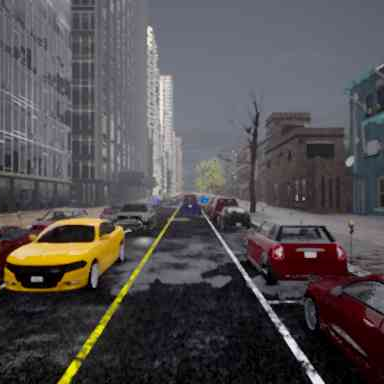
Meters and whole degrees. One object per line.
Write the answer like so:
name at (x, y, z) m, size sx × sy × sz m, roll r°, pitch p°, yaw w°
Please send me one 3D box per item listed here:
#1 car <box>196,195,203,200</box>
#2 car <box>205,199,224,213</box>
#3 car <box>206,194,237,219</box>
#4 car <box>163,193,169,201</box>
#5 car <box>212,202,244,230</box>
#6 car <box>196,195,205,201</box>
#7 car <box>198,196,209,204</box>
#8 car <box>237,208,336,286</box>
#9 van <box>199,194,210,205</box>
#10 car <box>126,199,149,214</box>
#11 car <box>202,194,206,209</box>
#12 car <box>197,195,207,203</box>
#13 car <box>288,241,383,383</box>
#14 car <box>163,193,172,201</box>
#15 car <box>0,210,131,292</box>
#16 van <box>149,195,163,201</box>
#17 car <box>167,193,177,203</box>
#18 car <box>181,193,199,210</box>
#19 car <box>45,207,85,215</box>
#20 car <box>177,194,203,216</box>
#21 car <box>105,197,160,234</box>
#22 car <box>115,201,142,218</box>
car at (1.981, 1.492, 87.044) m, size 1.802 × 1.307 × 4.206 m, roll 1°, pitch 0°, yaw 0°
car at (2.403, 1.510, 37.299) m, size 1.752 × 1.417 × 4.829 m, roll 1°, pitch 0°, yaw 0°
car at (2.499, 1.306, 26.034) m, size 2.192 × 1.841 × 5.009 m, roll 0°, pitch 0°, yaw 0°
car at (-6.352, 1.537, 81.426) m, size 1.802 × 1.307 × 4.206 m, roll 1°, pitch 0°, yaw 0°
car at (2.544, 1.544, 20.488) m, size 2.008 × 1.369 × 4.403 m, roll 0°, pitch 0°, yaw 0°
car at (2.029, 1.466, 81.499) m, size 1.887 × 1.381 × 4.507 m, roll 1°, pitch 0°, yaw 0°
car at (2.169, 1.516, 64.860) m, size 1.947 × 1.339 × 4.313 m, roll 1°, pitch 0°, yaw 0°
car at (2.638, 1.433, 9.397) m, size 1.967 × 1.590 × 4.097 m, roll 0°, pitch 0°, yaw 0°
van at (2.218, 1.300, 59.314) m, size 1.690 × 1.788 × 3.998 m, roll 1°, pitch 0°, yaw 0°
car at (-5.976, 1.564, 37.057) m, size 1.887 × 1.381 × 4.507 m, roll 1°, pitch 0°, yaw 0°
car at (2.453, 1.304, 31.582) m, size 2.192 × 1.841 × 5.009 m, roll 1°, pitch 0°, yaw 0°
car at (2.123, 1.381, 70.406) m, size 1.967 × 1.590 × 4.097 m, roll 1°, pitch 0°, yaw 0°
car at (2.684, 1.573, 3.848) m, size 1.802 × 1.307 × 4.206 m, roll 0°, pitch 0°, yaw 0°
car at (-6.396, 1.259, 86.971) m, size 2.192 × 1.841 × 5.009 m, roll 1°, pitch 0°, yaw 0°
car at (-3.152, 1.494, 9.222) m, size 1.882 × 1.535 × 5.008 m, roll 0°, pitch 0°, yaw -1°
van at (-6.115, 1.342, 53.696) m, size 1.690 × 1.788 × 3.998 m, roll 1°, pitch 0°, yaw 0°
car at (-3.563, 1.494, 67.816) m, size 1.812 × 1.442 × 4.674 m, roll 0°, pitch 0°, yaw 0°
car at (-0.258, 1.212, 44.005) m, size 2.150 × 2.045 × 5.566 m, roll 0°, pitch 0°, yaw 0°
car at (-5.788, 1.468, 14.871) m, size 1.967 × 1.590 × 4.097 m, roll 0°, pitch 0°, yaw 0°
car at (-0.166, 1.350, 33.191) m, size 2.097 × 1.767 × 4.553 m, roll 0°, pitch 0°, yaw -1°
car at (-3.233, 1.369, 19.080) m, size 2.097 × 1.767 × 4.553 m, roll 0°, pitch 0°, yaw 0°
car at (-5.930, 1.605, 31.511) m, size 1.802 × 1.307 × 4.206 m, roll 1°, pitch 0°, yaw 0°
